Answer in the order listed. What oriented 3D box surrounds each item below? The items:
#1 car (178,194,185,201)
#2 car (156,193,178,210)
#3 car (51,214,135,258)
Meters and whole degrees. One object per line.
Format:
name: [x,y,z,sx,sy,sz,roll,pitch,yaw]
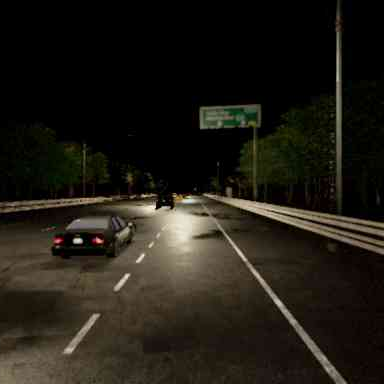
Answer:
car: [-3.332,1.450,80.498,1.882,1.535,5.008,0,0,0]
car: [-3.422,1.207,43.345,2.150,2.045,5.566,0,0,0]
car: [-3.490,1.547,12.678,2.033,1.411,5.357,0,0,0]
